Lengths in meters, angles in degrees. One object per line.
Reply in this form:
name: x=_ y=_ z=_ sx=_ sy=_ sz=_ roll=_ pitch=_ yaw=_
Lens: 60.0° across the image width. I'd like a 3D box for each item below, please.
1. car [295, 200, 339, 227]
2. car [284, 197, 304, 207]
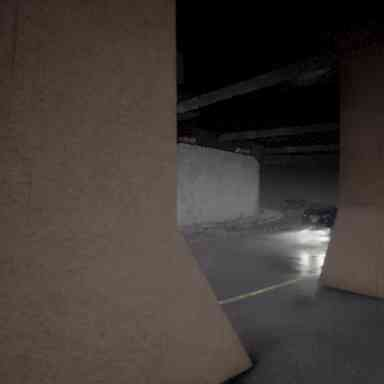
car: x=9.046 y=1.521 z=23.128 sx=2.128 sy=1.511 sz=4.902 roll=0 pitch=0 yaw=32
car: x=15.761 y=1.567 z=49.942 sx=2.128 sy=1.511 sz=4.902 roll=0 pitch=0 yaw=-16
